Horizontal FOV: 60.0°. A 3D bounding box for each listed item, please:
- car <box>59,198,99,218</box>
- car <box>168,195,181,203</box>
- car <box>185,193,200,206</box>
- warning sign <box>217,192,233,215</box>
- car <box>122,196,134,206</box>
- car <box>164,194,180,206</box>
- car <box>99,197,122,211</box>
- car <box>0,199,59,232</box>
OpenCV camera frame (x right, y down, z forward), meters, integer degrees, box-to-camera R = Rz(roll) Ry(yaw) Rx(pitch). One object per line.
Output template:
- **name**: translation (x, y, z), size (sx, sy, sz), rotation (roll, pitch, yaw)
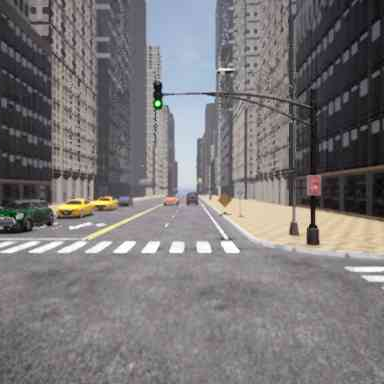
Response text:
- **car**: translation (-9.861, 1.341, 28.560), size (1.882, 1.535, 5.008), rotation (0, 0, 0)
- **car**: translation (-3.199, 1.258, 61.291), size (2.128, 1.511, 4.902), rotation (0, 0, 0)
- **car**: translation (0.083, 1.293, 51.324), size (1.837, 1.490, 4.892), rotation (0, 0, 0)
- **warning sign**: translation (2.844, 0.978, 28.675), size (1.300, 1.860, 1.060), rotation (0, 0, 0)
- **car**: translation (-9.822, 1.342, 48.890), size (2.033, 1.411, 5.357), rotation (0, 0, 1)
- **car**: translation (-3.166, 1.141, 51.101), size (2.097, 1.767, 4.553), rotation (0, 0, 0)
- **car**: translation (-9.859, 1.305, 38.242), size (1.882, 1.535, 5.008), rotation (0, 0, 0)
- **car**: translation (-9.855, 1.255, 19.372), size (2.097, 1.767, 4.553), rotation (0, 0, 0)
